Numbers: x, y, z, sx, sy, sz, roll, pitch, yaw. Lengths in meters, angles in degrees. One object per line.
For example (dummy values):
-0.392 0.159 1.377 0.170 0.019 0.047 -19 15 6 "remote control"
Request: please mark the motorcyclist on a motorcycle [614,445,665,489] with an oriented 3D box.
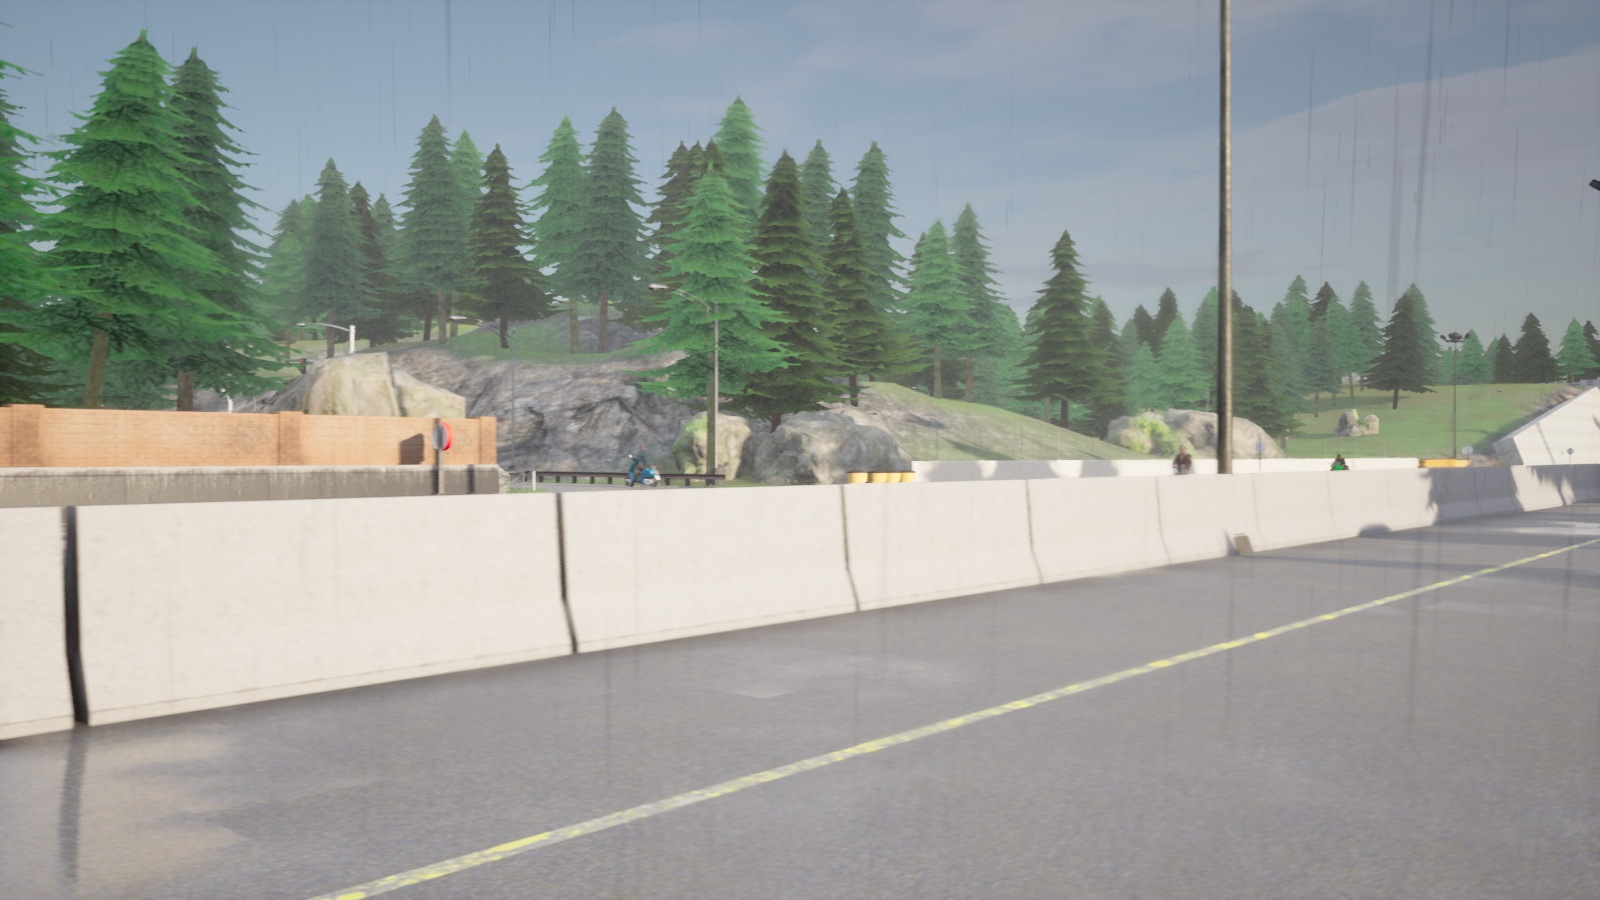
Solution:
-5.917 0.627 46.264 1.817 1.590 0.866 0 0 42 "motorcyclist on a motorcycle"
